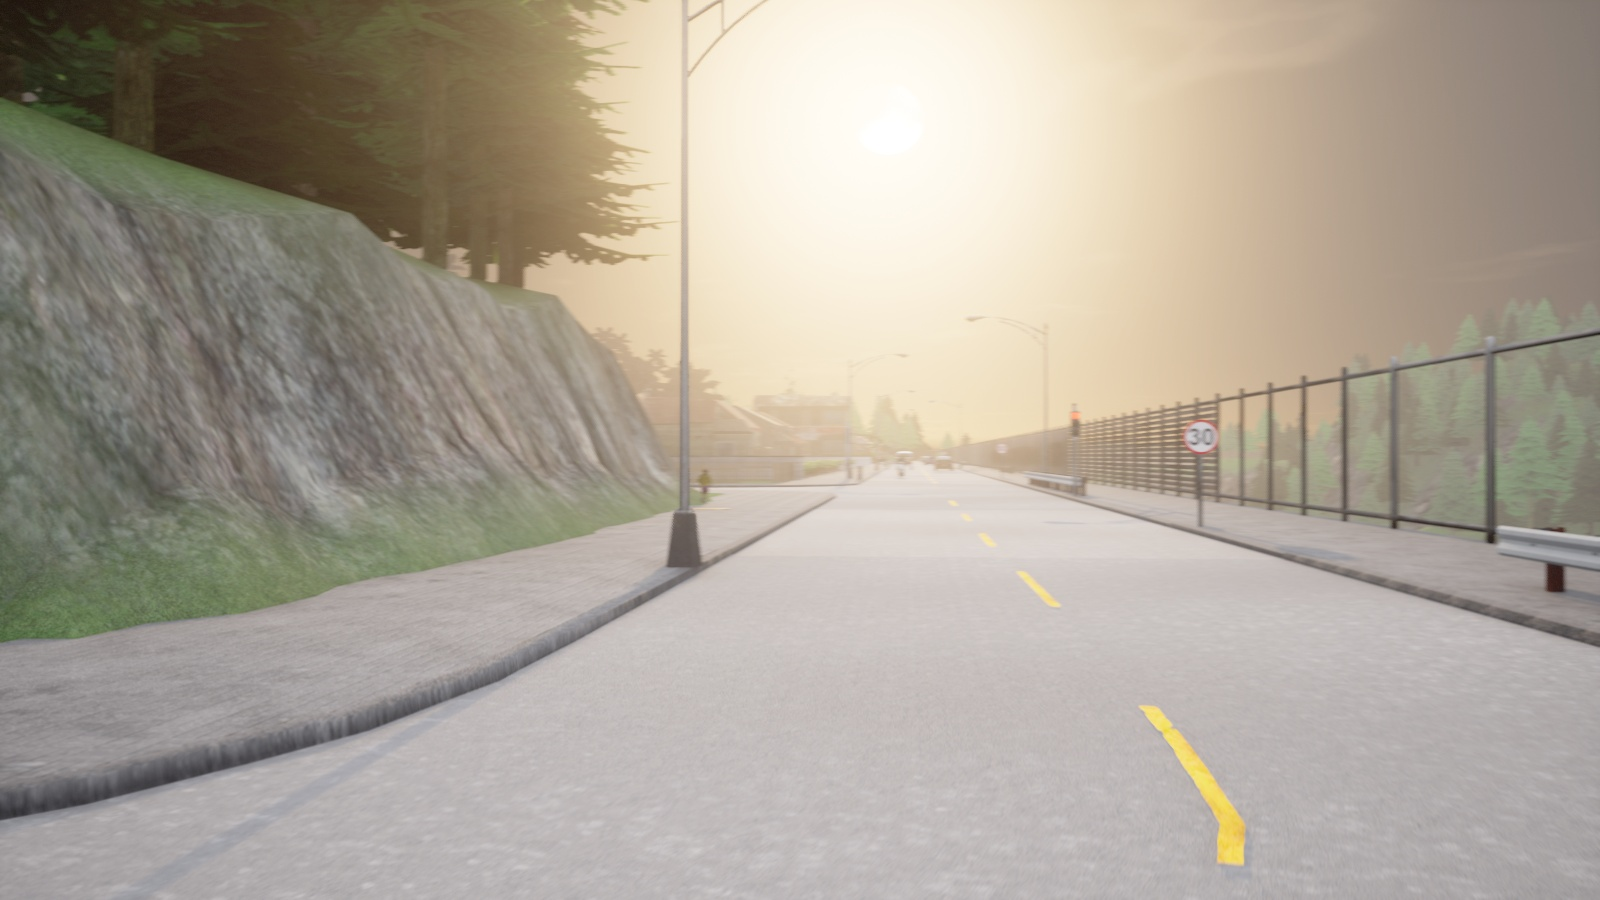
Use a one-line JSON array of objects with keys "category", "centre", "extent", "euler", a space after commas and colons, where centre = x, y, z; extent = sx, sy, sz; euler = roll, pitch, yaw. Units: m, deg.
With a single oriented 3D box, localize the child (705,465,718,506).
[{"category": "child", "centre": [-2.540, 1.026, 36.187], "extent": [0.299, 1.160, 0.473], "euler": [0, 0, 5]}]
